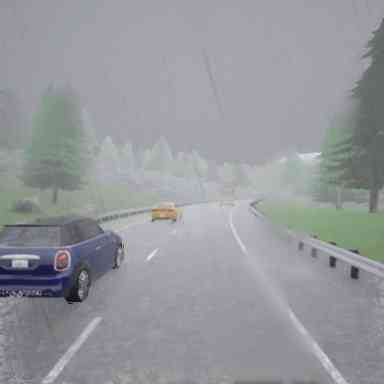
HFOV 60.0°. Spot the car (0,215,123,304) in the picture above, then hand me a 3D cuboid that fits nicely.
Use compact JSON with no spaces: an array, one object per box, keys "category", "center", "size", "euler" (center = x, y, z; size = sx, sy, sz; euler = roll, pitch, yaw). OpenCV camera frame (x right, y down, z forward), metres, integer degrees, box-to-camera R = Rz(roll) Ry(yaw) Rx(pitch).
[{"category":"car","center":[-3.193,1.380,8.415],"size":[2.097,1.767,4.553],"euler":[0,0,2]}]

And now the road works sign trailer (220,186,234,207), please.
[{"category":"road works sign trailer","center":[6.061,0.696,57.465],"size":[2.380,3.560,2.880],"euler":[0,0,13]}]

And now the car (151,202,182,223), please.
[{"category":"car","center":[-1.973,1.579,27.077],"size":[1.882,1.535,5.008],"euler":[0,0,6]}]
